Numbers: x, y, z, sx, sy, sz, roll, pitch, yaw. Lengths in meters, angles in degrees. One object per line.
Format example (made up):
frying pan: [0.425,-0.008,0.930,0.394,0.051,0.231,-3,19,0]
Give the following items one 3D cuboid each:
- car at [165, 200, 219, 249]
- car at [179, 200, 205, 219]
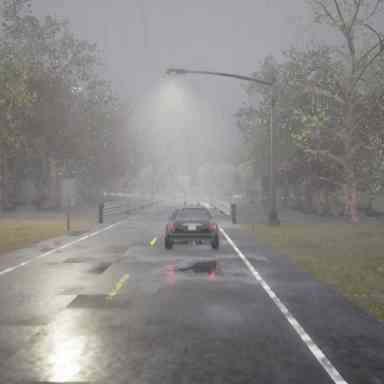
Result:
car: [0.000,1.363,14.620,2.097,1.767,4.553,0,0,0]
car: [0.000,1.490,29.650,2.128,1.511,4.902,0,0,0]
